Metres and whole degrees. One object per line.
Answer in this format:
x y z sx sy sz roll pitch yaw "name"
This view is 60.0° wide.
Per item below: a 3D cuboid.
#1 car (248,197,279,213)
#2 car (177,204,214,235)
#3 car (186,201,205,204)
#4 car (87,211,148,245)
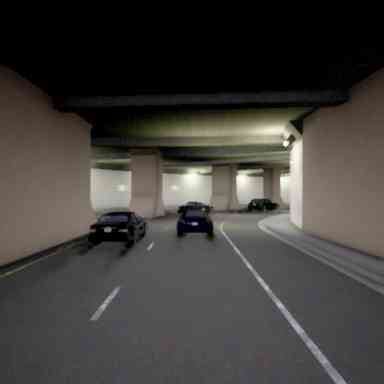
8.592 1.505 39.876 2.097 1.767 4.553 0 0 41 "car"
0.249 1.638 19.331 1.994 1.385 4.181 0 0 3 "car"
0.430 1.680 34.540 2.033 1.411 5.357 0 0 26 "car"
-3.369 1.609 15.885 2.033 1.411 5.357 0 0 0 "car"
